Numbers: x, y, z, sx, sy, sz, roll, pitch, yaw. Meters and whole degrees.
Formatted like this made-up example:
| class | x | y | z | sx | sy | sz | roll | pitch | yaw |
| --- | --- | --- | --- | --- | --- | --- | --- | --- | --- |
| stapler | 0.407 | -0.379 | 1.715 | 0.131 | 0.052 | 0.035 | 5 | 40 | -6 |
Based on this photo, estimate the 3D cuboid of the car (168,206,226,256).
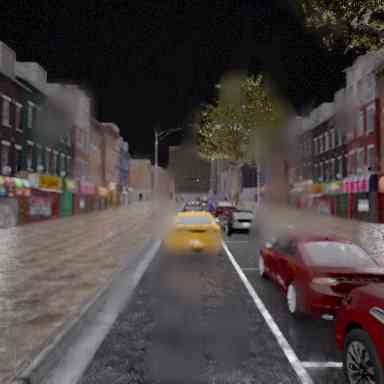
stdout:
| class | x | y | z | sx | sy | sz | roll | pitch | yaw |
| --- | --- | --- | --- | --- | --- | --- | --- | --- | --- |
| car | 0.105 | 1.545 | 13.564 | 1.882 | 1.535 | 5.008 | 0 | 0 | 0 |

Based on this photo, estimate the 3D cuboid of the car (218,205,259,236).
| class | x | y | z | sx | sy | sz | roll | pitch | yaw |
| --- | --- | --- | --- | --- | --- | --- | --- | --- | --- |
| car | 2.676 | 1.648 | 18.463 | 1.947 | 1.339 | 4.313 | 2 | 0 | 0 |

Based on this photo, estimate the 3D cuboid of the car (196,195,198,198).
| class | x | y | z | sx | sy | sz | roll | pitch | yaw |
| --- | --- | --- | --- | --- | --- | --- | --- | --- | --- |
| car | 2.729 | 1.997 | 95.195 | 1.947 | 1.339 | 4.313 | 1 | -1 | 0 |

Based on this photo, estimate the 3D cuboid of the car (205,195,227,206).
| class | x | y | z | sx | sy | sz | roll | pitch | yaw |
| --- | --- | --- | --- | --- | --- | --- | --- | --- | --- |
| car | 3.011 | 1.354 | 38.704 | 2.150 | 2.045 | 5.566 | 0 | 0 | 0 |

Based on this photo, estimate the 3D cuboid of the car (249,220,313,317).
| class | x | y | z | sx | sy | sz | roll | pitch | yaw |
| --- | --- | --- | --- | --- | --- | --- | --- | --- | --- |
| car | 2.666 | 1.587 | 7.351 | 1.887 | 1.381 | 4.507 | 2 | 0 | 0 |

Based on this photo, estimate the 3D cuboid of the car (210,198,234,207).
| class | x | y | z | sx | sy | sz | roll | pitch | yaw |
| --- | --- | --- | --- | --- | --- | --- | --- | --- | --- |
| car | 3.039 | 1.587 | 31.668 | 1.882 | 1.535 | 5.008 | 0 | 0 | 0 |

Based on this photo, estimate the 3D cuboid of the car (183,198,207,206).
| class | x | y | z | sx | sy | sz | roll | pitch | yaw |
| --- | --- | --- | --- | --- | --- | --- | --- | --- | --- |
| car | 0.122 | 1.603 | 32.782 | 2.128 | 1.511 | 4.902 | 0 | 0 | 0 |

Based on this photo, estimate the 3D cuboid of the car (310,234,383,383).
| class | x | y | z | sx | sy | sz | roll | pitch | yaw |
| --- | --- | --- | --- | --- | --- | --- | --- | --- | --- |
| car | 2.668 | 1.327 | 1.795 | 2.192 | 1.841 | 5.009 | 2 | 0 | 0 |

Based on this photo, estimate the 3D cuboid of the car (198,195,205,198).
| class | x | y | z | sx | sy | sz | roll | pitch | yaw |
| --- | --- | --- | --- | --- | --- | --- | --- | --- | --- |
| car | 2.715 | 1.686 | 68.449 | 1.967 | 1.590 | 4.097 | 2 | 0 | 0 |
